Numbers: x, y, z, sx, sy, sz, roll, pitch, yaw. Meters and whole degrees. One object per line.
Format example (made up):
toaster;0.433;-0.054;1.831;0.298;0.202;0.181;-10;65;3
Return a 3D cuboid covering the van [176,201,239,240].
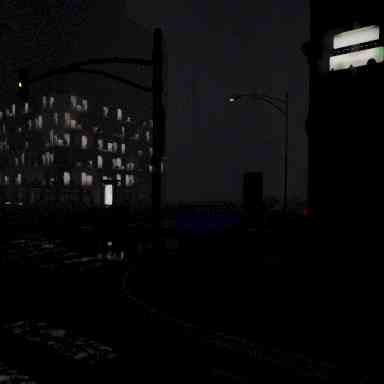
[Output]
van;0.893;1.368;16.976;1.690;1.788;3.998;1;1;35

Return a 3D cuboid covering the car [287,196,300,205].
car;16.408;1.363;53.257;1.752;1.417;4.829;1;1;35

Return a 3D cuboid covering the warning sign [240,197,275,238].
warning sign;3.174;1.177;16.082;1.300;1.860;1.060;1;1;35

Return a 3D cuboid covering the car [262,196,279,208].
car;10.094;1.293;44.377;1.967;1.590;4.097;1;1;35

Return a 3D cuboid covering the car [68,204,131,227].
car;-5.939;1.467;21.836;1.947;1.339;4.313;1;1;35

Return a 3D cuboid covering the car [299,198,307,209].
car;15.651;1.442;42.301;1.837;1.490;4.892;1;1;36
